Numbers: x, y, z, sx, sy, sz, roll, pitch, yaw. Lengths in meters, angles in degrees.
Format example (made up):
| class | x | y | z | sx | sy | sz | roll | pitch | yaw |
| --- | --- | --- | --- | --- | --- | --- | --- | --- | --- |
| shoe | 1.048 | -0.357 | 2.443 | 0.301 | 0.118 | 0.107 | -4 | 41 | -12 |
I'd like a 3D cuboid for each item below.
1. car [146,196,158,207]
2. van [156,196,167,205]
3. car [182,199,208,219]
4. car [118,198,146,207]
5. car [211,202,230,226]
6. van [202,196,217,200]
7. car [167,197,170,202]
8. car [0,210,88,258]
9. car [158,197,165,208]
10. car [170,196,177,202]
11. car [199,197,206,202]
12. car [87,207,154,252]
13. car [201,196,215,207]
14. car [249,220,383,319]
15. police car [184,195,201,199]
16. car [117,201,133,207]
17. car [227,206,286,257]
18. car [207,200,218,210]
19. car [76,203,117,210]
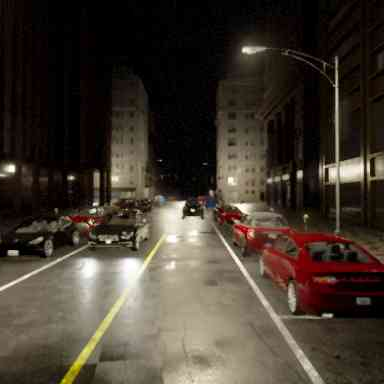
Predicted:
| class | x | y | z | sx | sy | sz | roll | pitch | yaw |
| --- | --- | --- | --- | --- | --- | --- | --- | --- | --- |
| car | -5.802 | 1.629 | 41.176 | 1.967 | 1.590 | 4.097 | 1 | 0 | 0 |
| van | -5.782 | 1.605 | 58.049 | 1.690 | 1.788 | 3.998 | 1 | 0 | 0 |
| car | 0.100 | 1.648 | 31.240 | 2.163 | 1.488 | 4.792 | 0 | 0 | 0 |
| car | -5.813 | 1.454 | 29.928 | 2.192 | 1.841 | 5.009 | 1 | 0 | 0 |
| car | 2.704 | 1.657 | 24.301 | 1.887 | 1.381 | 4.507 | 1 | 0 | 0 |
| van | 2.731 | 1.554 | 46.800 | 1.690 | 1.788 | 3.998 | 1 | 0 | 0 |
| car | -5.778 | 1.833 | 63.673 | 1.887 | 1.381 | 4.507 | 1 | 0 | 0 |
| car | -5.834 | 1.628 | 13.054 | 1.947 | 1.339 | 4.313 | 1 | 0 | 0 |
| car | -5.791 | 1.821 | 52.424 | 1.802 | 1.307 | 4.206 | 1 | 0 | 0 |
| car | -5.749 | 1.992 | 90.656 | 1.802 | 1.307 | 4.206 | 1 | 0 | 0 |
| car | 2.777 | 1.991 | 90.655 | 1.802 | 1.307 | 4.206 | 1 | 0 | 0 |
| car | -2.994 | 1.577 | 14.396 | 1.837 | 1.490 | 4.892 | 0 | -1 | 0 |
| car | 2.744 | 1.577 | 58.050 | 2.192 | 1.841 | 5.009 | 1 | 0 | 0 |
| car | 2.685 | 1.580 | 7.428 | 1.887 | 1.381 | 4.507 | 1 | 0 | 0 |
| police car | 0.064 | 1.675 | 55.128 | 1.930 | 1.638 | 5.238 | 0 | 0 | 0 |
| car | -5.822 | 1.638 | 24.133 | 1.752 | 1.417 | 4.829 | 1 | 0 | 0 |
| car | 2.693 | 1.501 | 13.053 | 1.967 | 1.590 | 4.097 | 1 | 0 | 0 |
| car | 2.710 | 1.689 | 29.926 | 2.008 | 1.369 | 4.403 | 1 | 0 | 0 |
| car | -5.827 | 1.529 | 18.679 | 1.967 | 1.590 | 4.097 | 1 | 0 | 0 |
